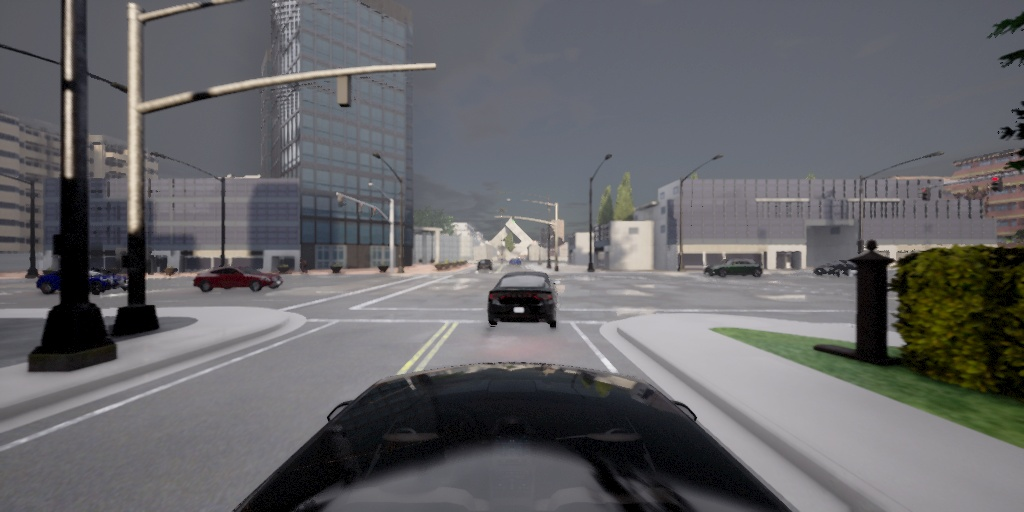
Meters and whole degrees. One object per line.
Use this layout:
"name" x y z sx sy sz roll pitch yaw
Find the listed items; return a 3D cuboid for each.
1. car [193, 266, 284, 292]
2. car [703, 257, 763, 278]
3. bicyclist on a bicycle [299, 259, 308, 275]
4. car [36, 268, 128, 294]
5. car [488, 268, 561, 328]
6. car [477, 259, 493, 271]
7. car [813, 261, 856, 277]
"car" -16.256 1.340 21.399 4.674 1.442 1.812 -1 0 -1
"car" 19.851 0.989 32.379 4.553 1.767 2.097 0 0 0
"bicyclist on a bicycle" -21.980 1.139 37.839 0.582 1.620 1.656 -1 0 0
"car" -25.259 1.444 21.324 4.674 1.442 1.812 -1 0 0
"car" 0.518 1.211 11.502 1.882 1.535 5.008 0 0 8
"car" -3.573 1.128 47.629 1.882 1.535 5.008 0 0 0
"car" 29.822 1.125 32.447 4.181 1.385 1.994 -1 0 -1
